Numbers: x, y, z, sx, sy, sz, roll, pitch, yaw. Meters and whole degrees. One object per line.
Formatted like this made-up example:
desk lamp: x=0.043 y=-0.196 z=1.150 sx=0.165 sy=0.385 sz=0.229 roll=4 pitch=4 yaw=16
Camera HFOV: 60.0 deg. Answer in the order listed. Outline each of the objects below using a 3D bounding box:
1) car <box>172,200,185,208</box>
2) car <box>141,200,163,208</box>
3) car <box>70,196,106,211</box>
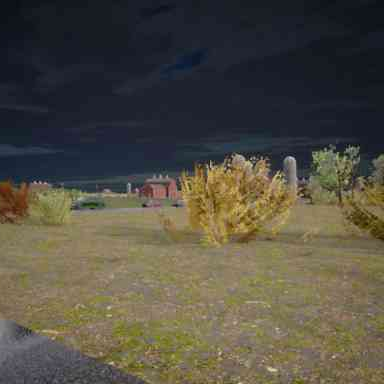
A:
car: x=-1.389 y=2.078 z=60.477 sx=2.033 sy=1.411 sz=5.357 roll=-1 pitch=-1 yaw=36
car: x=-7.070 y=2.103 z=58.743 sx=1.994 sy=1.385 sz=4.181 roll=-1 pitch=-1 yaw=36
car: x=-15.016 y=1.615 z=47.710 sx=2.150 sy=2.045 sz=5.566 roll=-1 pitch=-2 yaw=35
